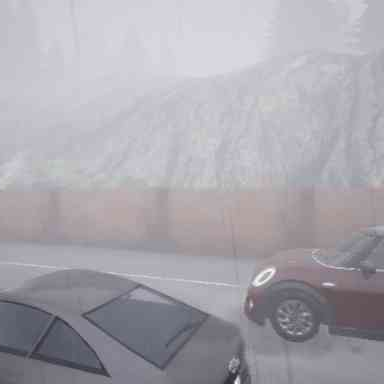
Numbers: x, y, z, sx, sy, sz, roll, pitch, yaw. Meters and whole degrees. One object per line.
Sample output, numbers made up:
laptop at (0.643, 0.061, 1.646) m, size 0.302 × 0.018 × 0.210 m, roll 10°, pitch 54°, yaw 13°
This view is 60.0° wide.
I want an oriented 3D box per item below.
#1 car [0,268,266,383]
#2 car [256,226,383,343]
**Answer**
car at (-1.530, 1.564, 3.412) m, size 4.181 × 1.385 × 1.994 m, roll 0°, pitch 0°, yaw 21°
car at (3.190, 1.350, 5.376) m, size 4.553 × 1.767 × 2.097 m, roll 0°, pitch 0°, yaw 21°
